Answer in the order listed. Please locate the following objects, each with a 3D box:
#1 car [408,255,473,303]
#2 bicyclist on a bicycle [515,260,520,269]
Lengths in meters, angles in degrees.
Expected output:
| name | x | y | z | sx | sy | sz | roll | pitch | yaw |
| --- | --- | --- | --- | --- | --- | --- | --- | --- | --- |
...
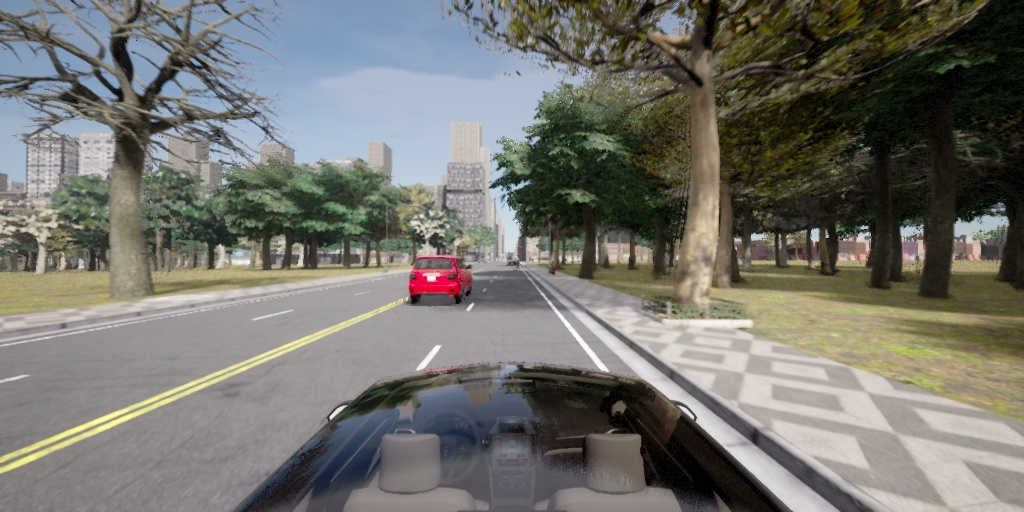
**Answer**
| name | x | y | z | sx | sy | sz | roll | pitch | yaw |
| --- | --- | --- | --- | --- | --- | --- | --- | --- | --- |
| car | -3.157 | 0.986 | 16.743 | 2.150 | 2.045 | 5.566 | 0 | 0 | 0 |
| bicyclist on a bicycle | 0.873 | 1.326 | 52.196 | 0.582 | 1.620 | 1.656 | 0 | -1 | 0 |
